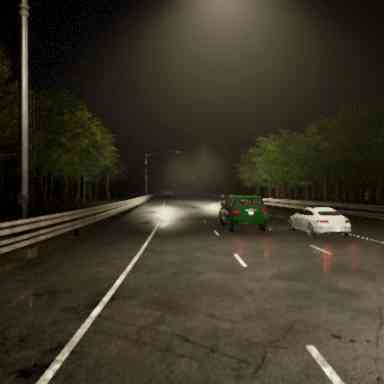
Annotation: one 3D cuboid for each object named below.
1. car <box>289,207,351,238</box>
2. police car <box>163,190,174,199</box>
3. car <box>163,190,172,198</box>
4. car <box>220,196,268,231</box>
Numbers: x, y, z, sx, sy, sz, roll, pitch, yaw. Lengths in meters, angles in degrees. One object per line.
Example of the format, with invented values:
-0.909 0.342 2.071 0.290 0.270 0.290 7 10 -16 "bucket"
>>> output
6.699 1.538 17.761 1.812 1.442 4.674 0 0 -2 "car"
-5.035 0.666 69.011 1.930 1.638 5.238 0 0 -4 "police car"
-5.793 0.459 78.902 2.150 2.045 5.566 0 0 -4 "car"
3.078 1.237 20.689 2.150 2.045 5.566 0 0 -3 "car"
